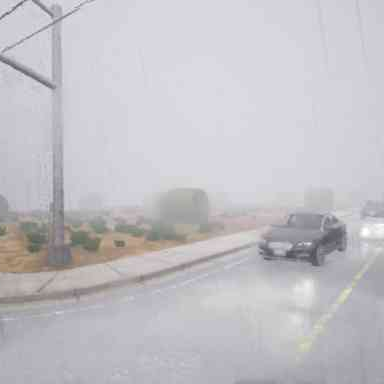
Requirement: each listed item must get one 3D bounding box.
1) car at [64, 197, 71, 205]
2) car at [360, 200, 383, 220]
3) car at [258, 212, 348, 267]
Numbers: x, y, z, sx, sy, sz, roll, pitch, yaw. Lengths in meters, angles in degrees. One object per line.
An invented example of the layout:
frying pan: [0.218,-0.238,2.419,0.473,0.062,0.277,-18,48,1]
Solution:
car: [-28.334,2.040,74.382,1.905,1.878,3.866,5,0,-11]
car: [15.016,1.448,27.166,2.128,1.511,4.902,-1,-1,35]
car: [4.001,1.481,11.590,2.128,1.511,4.902,-1,0,37]
